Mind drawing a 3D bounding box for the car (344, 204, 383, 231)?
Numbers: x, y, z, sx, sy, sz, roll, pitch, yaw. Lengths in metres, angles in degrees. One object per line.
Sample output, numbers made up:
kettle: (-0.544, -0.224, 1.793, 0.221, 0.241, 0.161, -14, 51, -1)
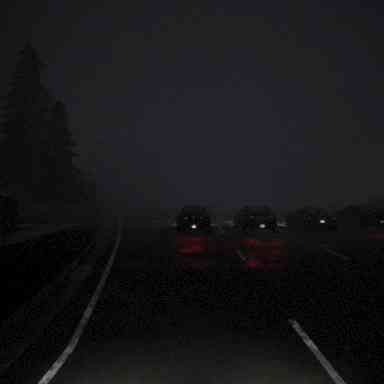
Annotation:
car: (10.602, 1.500, 20.992, 1.882, 1.535, 5.008, 0, 0, 0)

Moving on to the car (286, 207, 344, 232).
car: (7.102, 1.585, 20.108, 1.994, 1.385, 4.181, 0, 0, 0)

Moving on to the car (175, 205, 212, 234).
car: (0.102, 1.525, 19.509, 1.837, 1.490, 4.892, 0, 0, 0)

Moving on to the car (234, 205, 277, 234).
car: (3.602, 1.512, 19.394, 2.128, 1.511, 4.902, 0, 0, 0)
